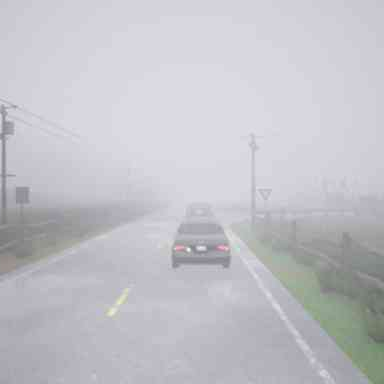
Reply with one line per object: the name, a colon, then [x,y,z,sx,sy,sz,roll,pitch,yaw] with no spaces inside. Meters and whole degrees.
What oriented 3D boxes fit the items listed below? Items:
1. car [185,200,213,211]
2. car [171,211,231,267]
car: [0.560,1.473,25.272,2.097,1.767,4.553,0,0,1]
car: [0.295,1.604,11.640,2.033,1.411,5.357,0,0,1]
